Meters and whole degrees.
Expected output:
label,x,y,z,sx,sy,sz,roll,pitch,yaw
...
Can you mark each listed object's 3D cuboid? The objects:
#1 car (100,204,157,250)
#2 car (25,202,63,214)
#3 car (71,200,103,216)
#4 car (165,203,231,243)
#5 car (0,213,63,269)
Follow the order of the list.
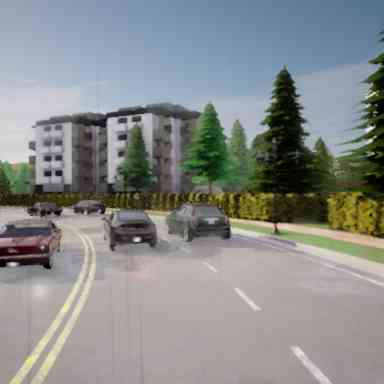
label,x,y,z,sx,sy,sz,roll,pitch,yaw
car,-2.807,1.507,14.536,1.837,1.490,4.892,0,0,-19
car,-14.533,1.669,32.487,4.718,1.301,1.895,0,0,44
car,-10.355,1.540,33.109,1.837,1.490,4.892,0,0,-43
car,0.134,1.328,16.447,2.097,1.767,4.553,-1,0,-20
car,-5.426,1.628,10.997,1.895,1.301,4.718,0,0,-17
